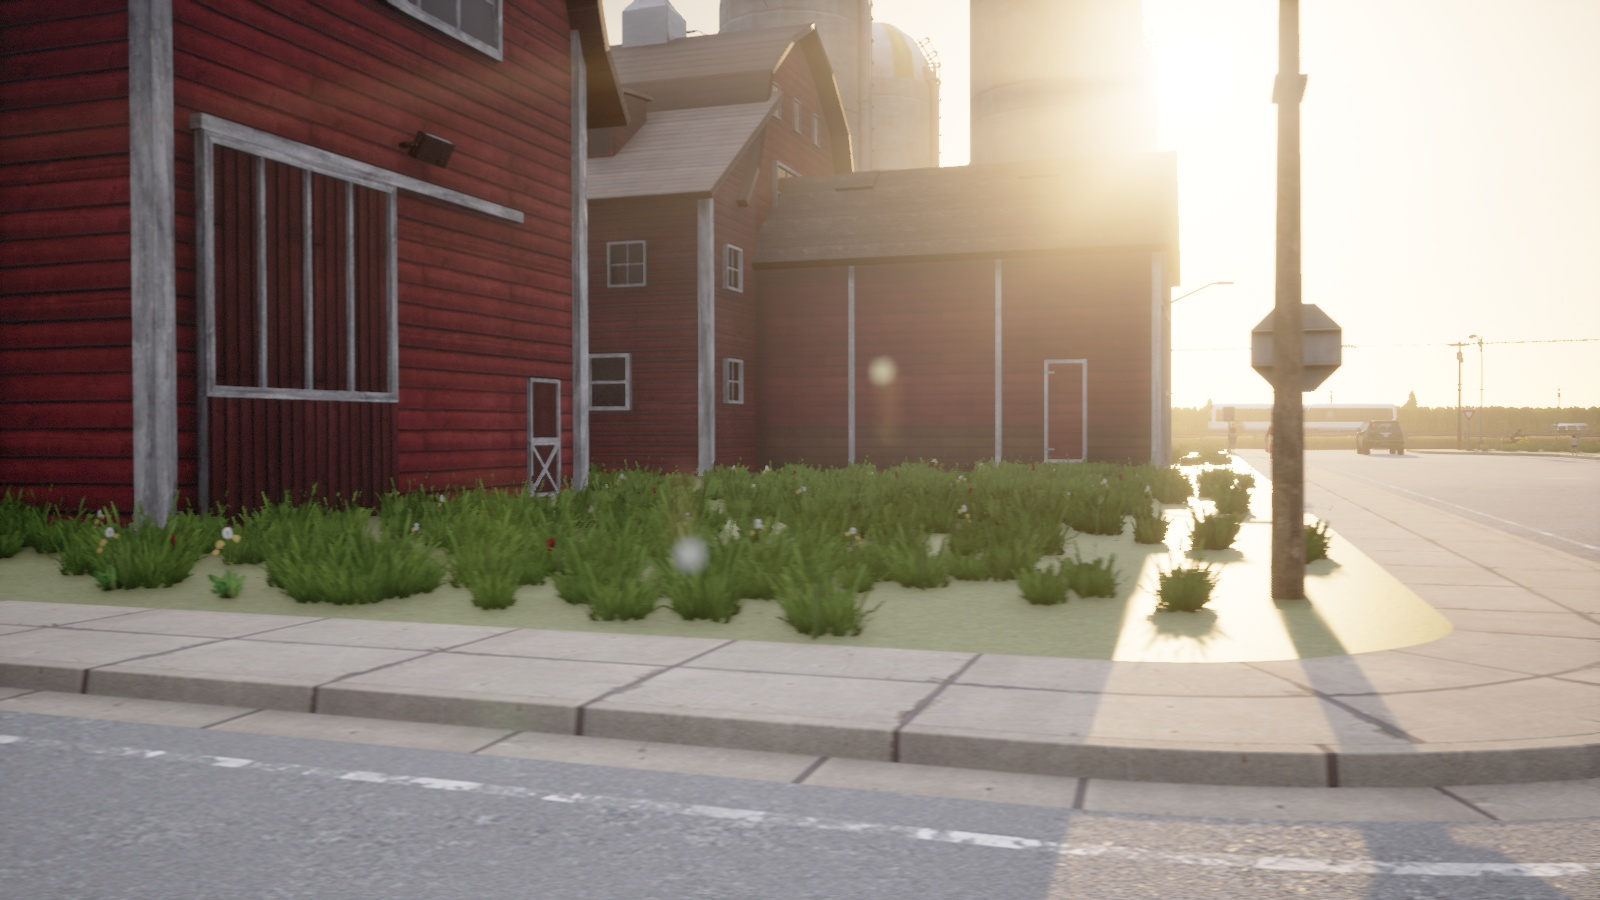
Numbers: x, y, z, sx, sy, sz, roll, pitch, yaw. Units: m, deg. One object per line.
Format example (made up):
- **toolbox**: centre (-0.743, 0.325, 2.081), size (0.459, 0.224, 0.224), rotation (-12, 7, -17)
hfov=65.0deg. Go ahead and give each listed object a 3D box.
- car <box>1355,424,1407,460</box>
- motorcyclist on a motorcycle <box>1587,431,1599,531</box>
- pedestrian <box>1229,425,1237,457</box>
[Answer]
- **car**: centre (34.898, -0.495, 75.603), size (2.150, 2.045, 5.566), rotation (1, 1, 18)
- **motorcyclist on a motorcycle**: centre (13.310, 0.518, 19.972), size (0.766, 1.649, 2.350), rotation (1, 1, 18)
- **pedestrian**: centre (24.875, -0.544, 72.159), size (0.345, 1.836, 0.594), rotation (1, 1, 25)
